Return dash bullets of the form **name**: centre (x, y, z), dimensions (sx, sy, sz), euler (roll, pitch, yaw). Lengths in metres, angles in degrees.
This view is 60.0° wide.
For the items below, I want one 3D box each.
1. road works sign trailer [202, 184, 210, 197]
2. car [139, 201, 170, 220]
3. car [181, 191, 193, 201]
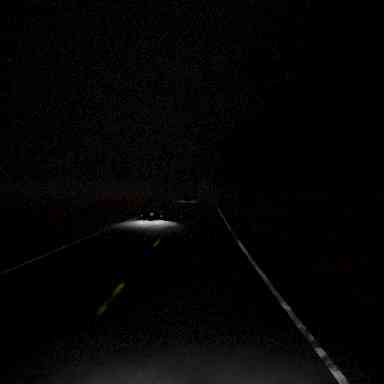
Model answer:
- **road works sign trailer**: centre (3.932, -0.366, 94.353), dimensions (2.380, 3.560, 2.880), euler (3, -2, 3)
- **car**: centre (-2.834, 1.402, 26.020), dimensions (1.994, 1.385, 4.181), euler (0, 0, 3)
- **car**: centre (-0.899, 0.732, 67.201), dimensions (2.150, 2.045, 5.566), euler (0, 1, 3)
